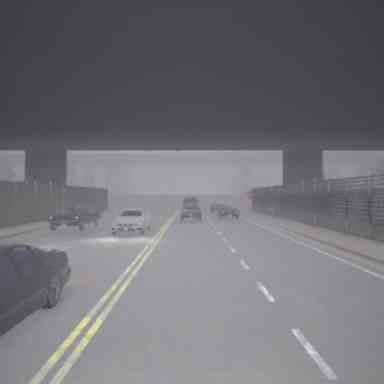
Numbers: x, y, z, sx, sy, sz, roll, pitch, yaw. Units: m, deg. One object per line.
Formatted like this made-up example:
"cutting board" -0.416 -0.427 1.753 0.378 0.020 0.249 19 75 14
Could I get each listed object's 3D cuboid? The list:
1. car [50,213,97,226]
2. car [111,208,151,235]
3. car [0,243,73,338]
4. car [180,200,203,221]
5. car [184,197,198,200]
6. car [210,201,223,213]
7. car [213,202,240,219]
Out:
"car" -7.117 1.524 20.589 1.895 1.301 4.718 0 -1 0
"car" -3.618 1.733 20.407 1.812 1.442 4.674 0 -1 0
"car" -3.629 1.604 5.336 2.033 1.411 5.357 0 -1 0
"car" -0.073 1.795 30.151 2.128 1.511 4.902 0 -1 0
"car" -0.150 1.646 42.135 2.150 2.045 5.566 0 0 0
"car" 3.343 1.909 43.039 1.882 1.535 5.008 0 0 0
"car" 3.412 1.925 32.357 1.895 1.301 4.718 0 -1 0
